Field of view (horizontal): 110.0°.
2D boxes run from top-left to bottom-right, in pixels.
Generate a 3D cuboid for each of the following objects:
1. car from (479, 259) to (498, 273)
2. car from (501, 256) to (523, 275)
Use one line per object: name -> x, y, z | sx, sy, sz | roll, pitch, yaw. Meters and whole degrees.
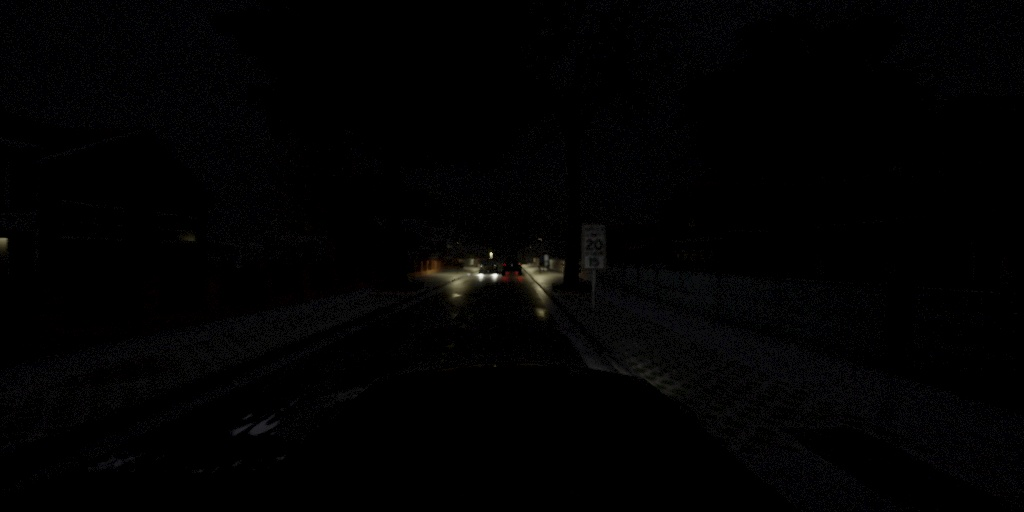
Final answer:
car -> -2.763, 1.180, 43.747 | 2.097, 1.767, 4.553 | 0, 0, 0
car -> -0.011, 1.046, 39.578 | 2.150, 2.045, 5.566 | 0, 0, 0
